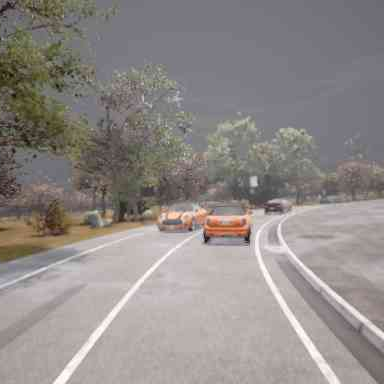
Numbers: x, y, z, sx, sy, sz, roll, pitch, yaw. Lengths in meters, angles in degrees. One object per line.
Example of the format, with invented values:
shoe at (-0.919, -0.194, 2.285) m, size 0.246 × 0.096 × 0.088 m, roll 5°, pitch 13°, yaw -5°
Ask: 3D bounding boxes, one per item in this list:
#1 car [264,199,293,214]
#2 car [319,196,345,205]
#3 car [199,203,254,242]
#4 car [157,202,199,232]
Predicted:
car at (8.977, 1.419, 34.372) m, size 1.882 × 1.535 × 5.008 m, roll -4°, pitch -1°, yaw 30°
car at (23.290, 1.327, 55.147) m, size 5.357 × 1.411 × 2.033 m, roll -2°, pitch -3°, yaw -37°
car at (1.919, 1.356, 16.533) m, size 2.097 × 1.767 × 4.553 m, roll -1°, pitch 0°, yaw 12°
car at (-0.510, 1.440, 20.899) m, size 2.097 × 1.767 × 4.553 m, roll -1°, pitch -1°, yaw 17°
